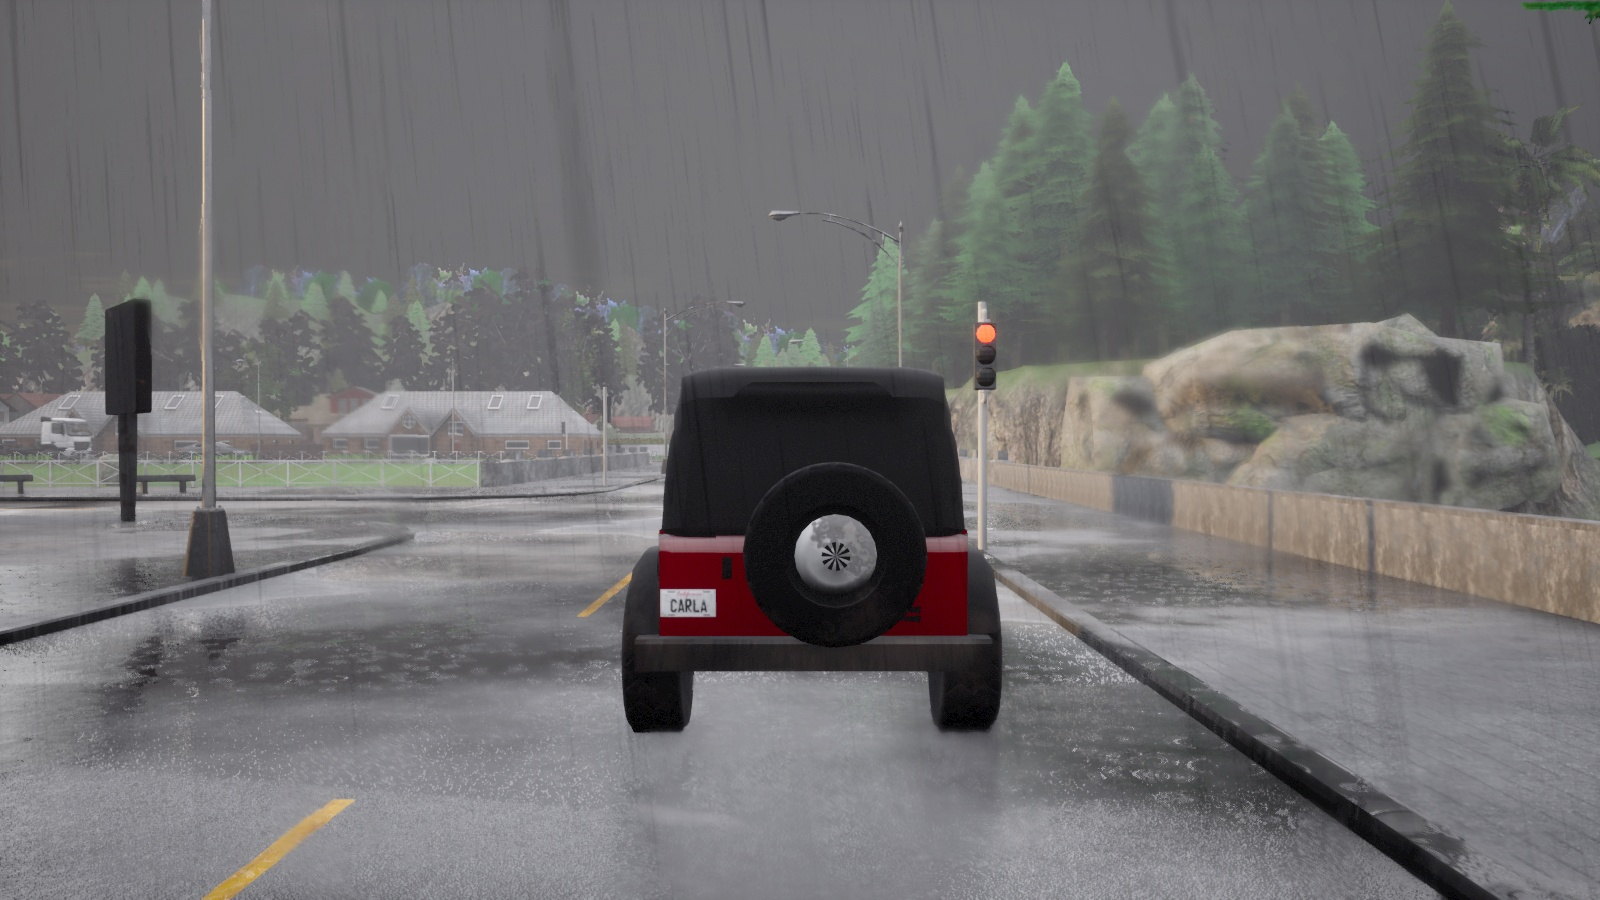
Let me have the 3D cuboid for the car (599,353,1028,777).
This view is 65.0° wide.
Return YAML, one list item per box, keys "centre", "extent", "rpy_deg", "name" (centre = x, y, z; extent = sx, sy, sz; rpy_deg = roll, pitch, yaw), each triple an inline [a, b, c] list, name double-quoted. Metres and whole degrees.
- centre: [0.062, 0.500, 7.508]
  extent: [1.905, 1.878, 3.866]
  rpy_deg: [0, 0, 0]
  name: "car"
